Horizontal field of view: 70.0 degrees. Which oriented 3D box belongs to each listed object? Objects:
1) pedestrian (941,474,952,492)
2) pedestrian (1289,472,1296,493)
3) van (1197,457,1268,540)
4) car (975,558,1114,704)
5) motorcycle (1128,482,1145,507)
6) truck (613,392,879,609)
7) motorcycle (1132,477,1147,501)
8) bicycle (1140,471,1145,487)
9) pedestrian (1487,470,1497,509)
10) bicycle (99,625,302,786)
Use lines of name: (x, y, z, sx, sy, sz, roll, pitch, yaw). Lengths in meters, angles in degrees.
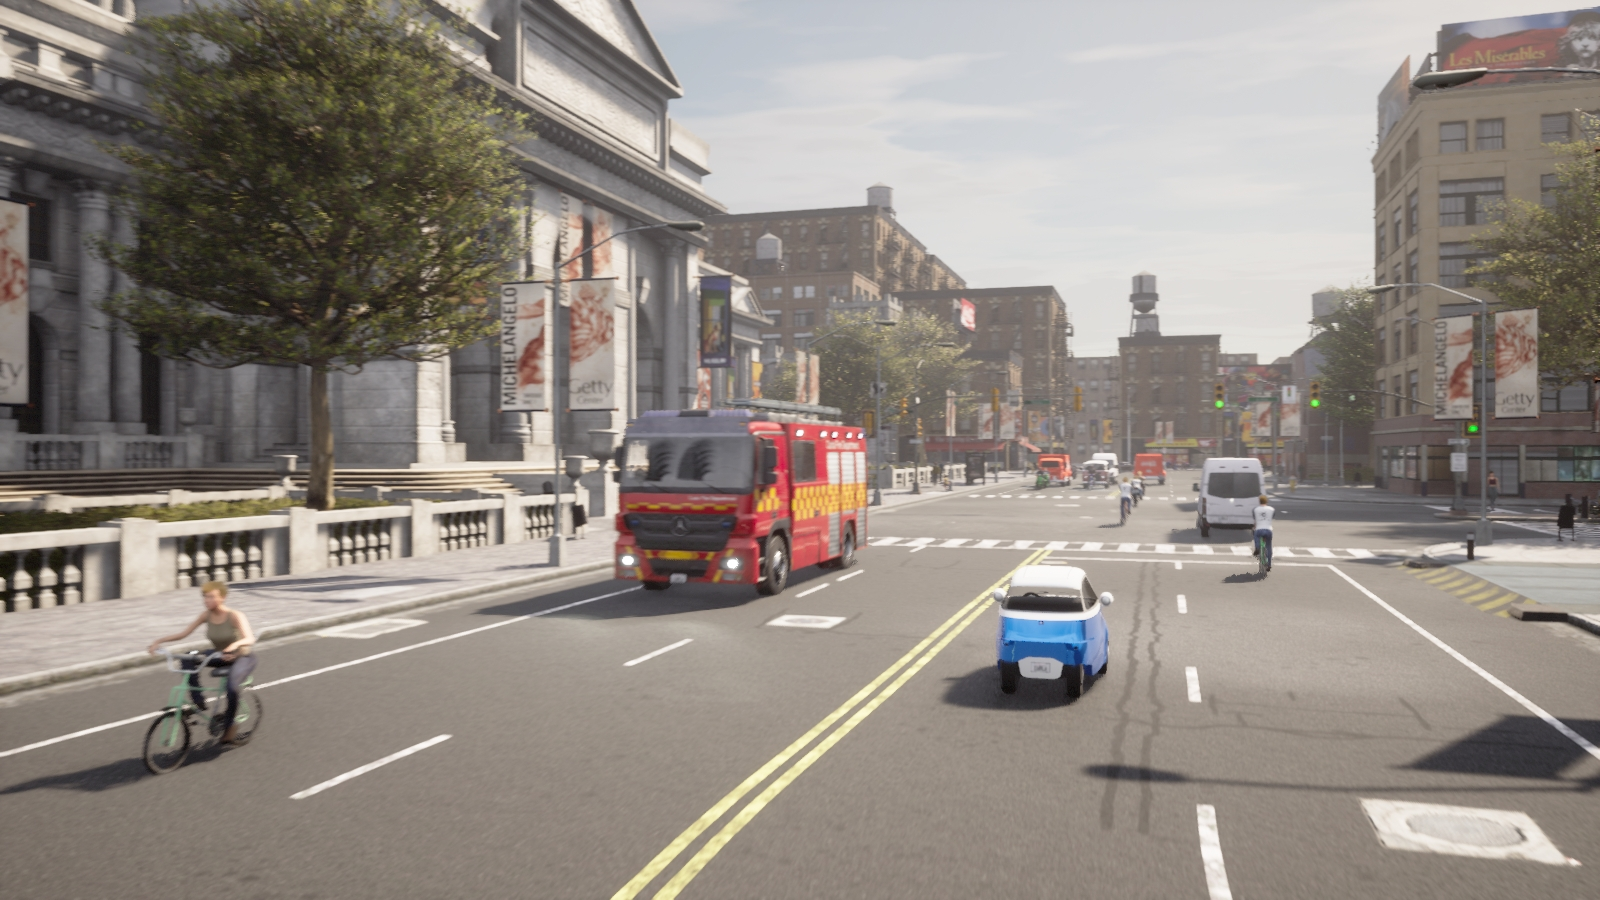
pedestrian: (9.227, 2.083, 71.927, 0.500, 1.100, 0.500, 0, 0, -42)
pedestrian: (30.274, 1.997, 70.196, 0.375, 1.300, 0.375, 0, 0, 26)
van: (14.627, 1.544, 38.902, 1.988, 2.561, 5.915, 0, 0, 18)
car: (3.027, 2.122, 13.913, 1.481, 1.376, 2.207, 0, 0, 17)
motorcycle: (16.914, 2.224, 57.400, 0.803, 1.145, 2.033, 0, 0, 18)
truck: (-0.747, 0.890, 24.577, 2.891, 3.827, 8.468, 0, 0, 18)
motorcycle: (19.322, 2.183, 64.911, 0.764, 1.277, 2.356, 0, 0, 18)
bicycle: (26.022, 2.224, 86.766, 0.373, 1.196, 1.643, 0, 0, 18)
pedestrian: (32.930, 1.870, 54.369, 0.375, 1.860, 0.375, 0, 0, 24)
bicycle: (-5.367, 2.253, 10.332, 0.859, 1.080, 1.487, 1, 0, 12)
